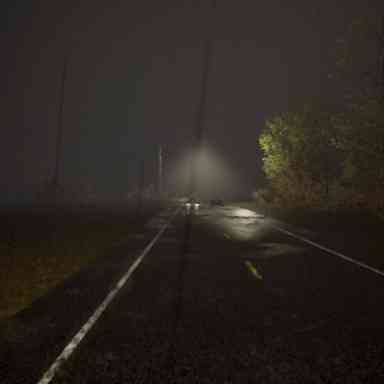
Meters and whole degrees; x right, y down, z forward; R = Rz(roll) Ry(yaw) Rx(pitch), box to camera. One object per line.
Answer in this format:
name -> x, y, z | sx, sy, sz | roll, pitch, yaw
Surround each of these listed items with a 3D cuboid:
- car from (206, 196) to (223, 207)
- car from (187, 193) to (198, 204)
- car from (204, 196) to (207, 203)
car -> 3.697, 1.534, 51.621 | 1.994, 1.385, 4.181 | 0, 0, 0
car -> 0.100, 1.458, 62.082 | 1.837, 1.490, 4.892 | 0, 0, 1
car -> 3.633, 1.481, 70.185 | 1.812, 1.442, 4.674 | 0, 0, 0
